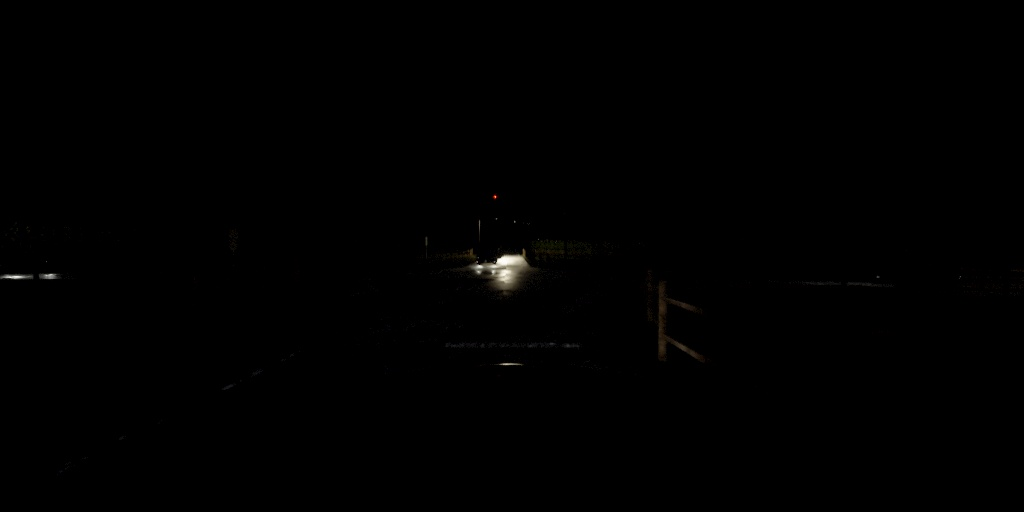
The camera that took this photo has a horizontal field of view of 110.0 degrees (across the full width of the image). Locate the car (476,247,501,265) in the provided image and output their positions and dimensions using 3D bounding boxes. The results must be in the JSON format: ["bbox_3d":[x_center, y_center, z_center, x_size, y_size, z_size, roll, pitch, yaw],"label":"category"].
[{"bbox_3d":[-2.753,0.017,40.434,2.150,2.045,5.566,0,3,0],"label":"car"}]

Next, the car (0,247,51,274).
[{"bbox_3d":[-29.649,0.212,20.533,4.892,1.490,1.837,1,1,0],"label":"car"}]

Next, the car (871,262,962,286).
[{"bbox_3d":[27.222,1.179,24.237,4.902,1.511,2.128,1,1,0],"label":"car"}]
